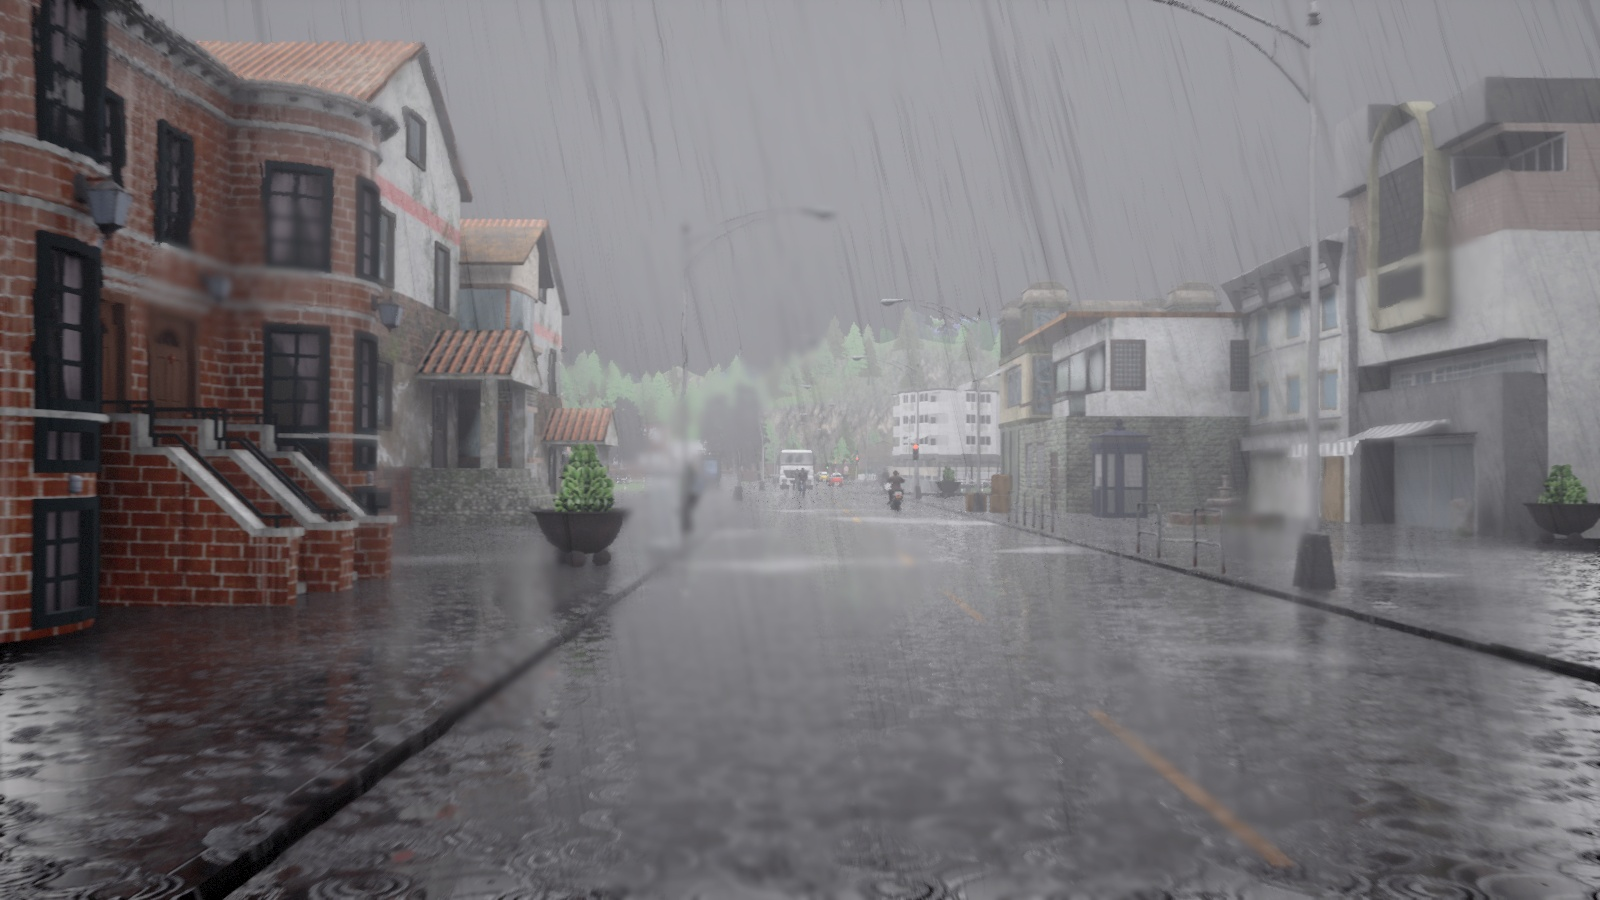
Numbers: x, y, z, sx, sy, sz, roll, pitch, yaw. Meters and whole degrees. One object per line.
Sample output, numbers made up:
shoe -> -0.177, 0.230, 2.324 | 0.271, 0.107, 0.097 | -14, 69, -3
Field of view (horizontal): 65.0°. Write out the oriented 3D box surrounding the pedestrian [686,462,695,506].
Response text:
pedestrian -> -4.642, 1.434, 53.204 | 0.353, 1.847, 0.614 | 0, -1, 0

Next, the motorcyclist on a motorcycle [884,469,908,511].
motorcyclist on a motorcycle -> 3.875, 1.598, 50.680 | 0.766, 1.649, 2.350 | 0, -1, 0
